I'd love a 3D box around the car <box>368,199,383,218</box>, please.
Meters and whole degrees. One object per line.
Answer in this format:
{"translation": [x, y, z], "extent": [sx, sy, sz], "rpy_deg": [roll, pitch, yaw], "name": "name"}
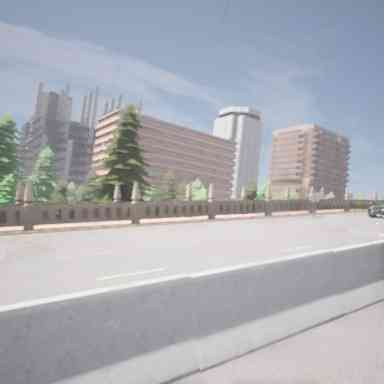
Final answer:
{"translation": [17.547, 1.391, 29.403], "extent": [4.553, 1.767, 2.097], "rpy_deg": [0, 0, -35], "name": "car"}
